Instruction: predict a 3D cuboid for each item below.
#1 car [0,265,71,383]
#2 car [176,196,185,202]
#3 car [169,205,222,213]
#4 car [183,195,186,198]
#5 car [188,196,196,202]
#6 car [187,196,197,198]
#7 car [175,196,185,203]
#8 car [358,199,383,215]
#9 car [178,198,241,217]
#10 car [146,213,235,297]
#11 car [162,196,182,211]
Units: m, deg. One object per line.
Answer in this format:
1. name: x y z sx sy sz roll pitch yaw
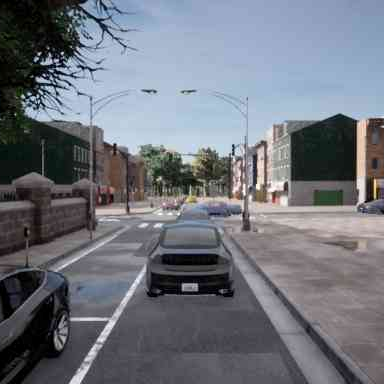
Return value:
1. car: -2.645 1.565 3.301 1.947 1.339 4.313 -1 0 0
2. car: -2.665 1.691 79.664 1.947 1.339 4.313 -1 0 0
3. car: 0.096 1.552 16.040 2.033 1.411 5.357 0 0 0
4. car: -2.662 1.628 63.360 1.887 1.381 4.507 -1 0 0
5. car: -0.020 1.671 82.208 2.033 1.411 5.357 0 0 0
6. car: -0.006 1.582 71.774 1.882 1.535 5.008 0 0 0
7. car: -2.664 1.655 74.230 1.887 1.381 4.507 -1 0 0
8. car: 17.233 1.305 29.895 4.181 1.385 1.994 -1 1 0
9. car: 1.706 1.542 29.891 5.357 1.411 2.033 -1 0 0
10. car: -0.025 1.505 8.540 1.837 1.490 4.892 0 0 0
11. car: -2.657 1.478 41.621 1.967 1.590 4.097 -1 0 0
